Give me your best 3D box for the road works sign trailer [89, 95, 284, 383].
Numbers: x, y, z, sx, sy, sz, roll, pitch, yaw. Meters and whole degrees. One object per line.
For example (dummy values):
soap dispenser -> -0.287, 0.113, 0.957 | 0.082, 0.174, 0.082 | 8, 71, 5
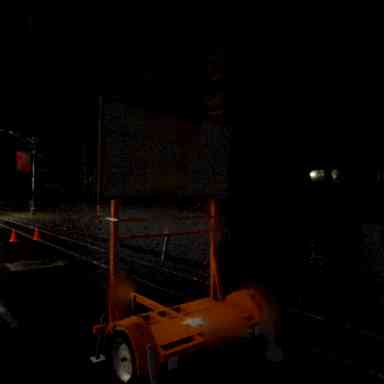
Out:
road works sign trailer -> -0.432, 0.515, 5.123 | 2.380, 3.560, 2.880 | 1, -1, -40

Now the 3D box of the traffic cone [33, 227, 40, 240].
traffic cone -> -7.525, 2.004, 16.138 | 0.340, 0.580, 0.340 | 1, -1, -40

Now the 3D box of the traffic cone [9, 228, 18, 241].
traffic cone -> -8.294, 1.985, 15.498 | 0.340, 0.580, 0.340 | 1, -1, -40
